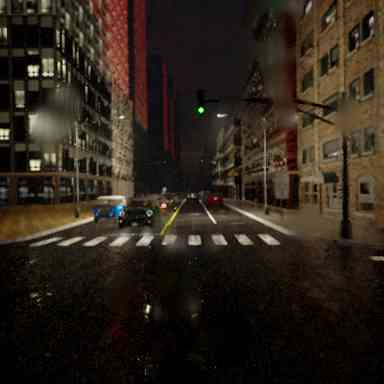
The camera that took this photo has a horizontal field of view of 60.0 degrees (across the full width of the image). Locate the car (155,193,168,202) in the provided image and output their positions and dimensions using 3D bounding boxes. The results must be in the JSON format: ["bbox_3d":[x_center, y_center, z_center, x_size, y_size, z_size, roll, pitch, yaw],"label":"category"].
[{"bbox_3d":[-5.707,0.946,62.316,1.967,1.590,4.097,-1,0,0],"label":"car"}]

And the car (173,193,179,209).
[{"bbox_3d":[-3.068,1.016,39.410,2.097,1.767,4.553,-1,1,1],"label":"car"}]

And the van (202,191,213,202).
[{"bbox_3d":[2.670,0.758,56.765,1.690,1.788,3.998,-1,0,0],"label":"van"}]

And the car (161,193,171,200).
[{"bbox_3d":[-5.705,0.962,73.419,2.008,1.369,4.403,-1,0,0],"label":"car"}]

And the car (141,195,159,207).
[{"bbox_3d":[-5.705,1.178,45.495,1.752,1.417,4.829,-1,1,0],"label":"car"}]

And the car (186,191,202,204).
[{"bbox_3d":[0.086,0.991,52.068,2.128,1.511,4.902,-1,0,0],"label":"car"}]

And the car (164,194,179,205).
[{"bbox_3d":[-3.015,1.048,49.855,1.882,1.535,5.008,-1,1,0],"label":"car"}]

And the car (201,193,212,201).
[{"bbox_3d":[2.674,0.920,62.317,2.008,1.369,4.403,-1,0,0],"label":"car"}]

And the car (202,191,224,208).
[{"bbox_3d":[2.670,0.879,40.113,2.192,1.841,5.009,-1,1,0],"label":"car"}]

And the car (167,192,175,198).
[{"bbox_3d":[-5.705,0.822,90.070,2.008,1.369,4.403,-1,0,0],"label":"car"}]

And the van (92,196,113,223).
[{"bbox_3d":[-5.708,1.190,23.460,1.690,1.788,3.998,-1,1,0],"label":"van"}]

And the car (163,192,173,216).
[{"bbox_3d":[-3.105,1.104,29.518,2.097,1.767,4.553,-1,1,0],"label":"car"}]

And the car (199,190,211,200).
[{"bbox_3d":[2.670,0.637,67.866,2.192,1.841,5.009,-1,0,0],"label":"car"}]

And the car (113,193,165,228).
[{"bbox_3d":[-3.146,1.184,20.729,2.097,1.767,4.553,-1,1,1],"label":"car"}]
